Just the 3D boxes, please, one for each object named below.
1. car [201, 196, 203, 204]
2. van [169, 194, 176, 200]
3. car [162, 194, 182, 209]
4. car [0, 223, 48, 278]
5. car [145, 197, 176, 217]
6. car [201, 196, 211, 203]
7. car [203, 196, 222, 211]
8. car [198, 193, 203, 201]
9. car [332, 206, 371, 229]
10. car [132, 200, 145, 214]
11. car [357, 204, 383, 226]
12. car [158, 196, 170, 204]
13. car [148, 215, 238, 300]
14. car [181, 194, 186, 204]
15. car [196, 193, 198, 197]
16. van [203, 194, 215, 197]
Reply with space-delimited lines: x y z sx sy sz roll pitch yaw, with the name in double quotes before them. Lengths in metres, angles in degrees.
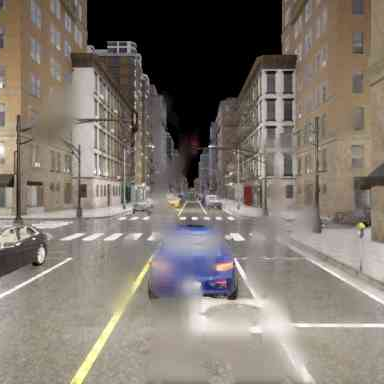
"car" 2.770 1.575 51.883 1.802 1.307 4.206 0 0 0
"van" -5.219 1.330 89.745 1.690 1.788 3.998 0 0 0
"car" -2.728 1.472 46.105 1.882 1.535 5.008 0 0 0
"car" -5.365 1.550 8.808 2.008 1.369 4.403 0 0 0
"car" -2.897 1.522 31.367 1.812 1.442 4.674 0 0 3
"car" 2.814 1.557 68.102 1.947 1.339 4.313 0 0 0
"car" 2.741 1.545 41.071 2.008 1.369 4.403 0 0 0
"car" 2.800 1.307 62.696 2.192 1.841 5.009 0 0 0
"car" 11.811 1.616 20.992 5.357 1.411 2.033 0 0 -1
"car" -5.301 1.546 35.683 2.008 1.369 4.403 0 0 0
"car" 15.127 1.636 23.996 5.357 1.411 2.033 0 0 0
"car" -5.261 1.517 62.544 1.752 1.417 4.829 0 0 0
"car" 0.039 1.525 8.247 1.812 1.442 4.674 0 0 1
"car" -2.653 1.557 63.191 1.994 1.385 4.181 0 0 1
"car" 2.888 1.533 95.133 1.887 1.381 4.507 0 0 0
"van" 2.756 1.335 46.477 1.690 1.788 3.998 0 0 0
